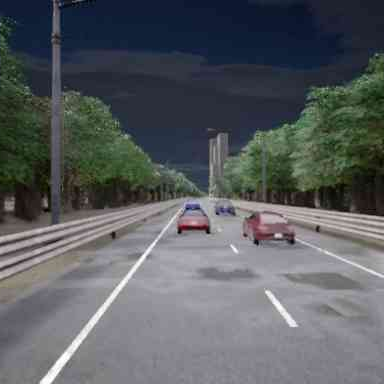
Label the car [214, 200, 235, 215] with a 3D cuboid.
[{"bbox_3d":[3.611,1.686,37.863,2.097,1.767,4.553,0,-1,0],"label":"car"}]

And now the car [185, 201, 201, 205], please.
[{"bbox_3d":[0.111,1.861,43.145,1.882,1.535,5.008,0,0,0],"label":"car"}]

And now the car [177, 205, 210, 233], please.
[{"bbox_3d":[0.106,1.744,20.986,1.994,1.385,4.181,0,0,0],"label":"car"}]

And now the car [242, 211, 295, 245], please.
[{"bbox_3d":[3.604,1.664,16.152,1.812,1.442,4.674,0,0,0],"label":"car"}]
